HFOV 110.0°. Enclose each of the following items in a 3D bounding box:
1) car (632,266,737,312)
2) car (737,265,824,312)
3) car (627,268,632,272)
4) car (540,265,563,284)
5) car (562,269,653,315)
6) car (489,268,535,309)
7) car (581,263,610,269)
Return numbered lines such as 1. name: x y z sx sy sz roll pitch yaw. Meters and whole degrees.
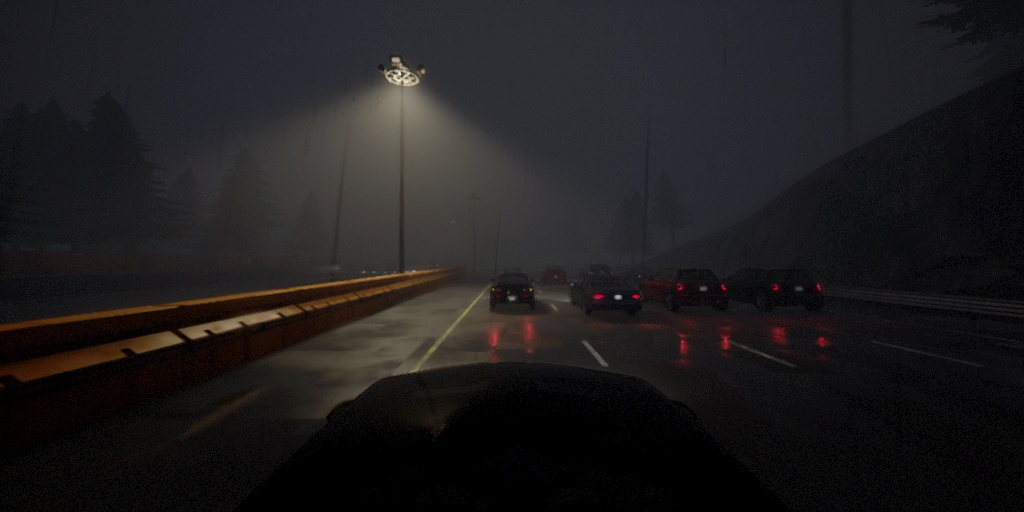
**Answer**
1. car: 7.027 1.245 15.249 2.097 1.767 4.553 0 -1 1
2. car: 10.527 1.245 15.246 2.097 1.767 4.553 0 -1 1
3. car: 10.507 1.653 30.074 1.895 1.301 4.718 0 -1 0
4. car: 3.501 1.540 31.082 1.882 1.535 5.008 0 0 0
5. car: 3.513 1.432 14.341 2.033 1.411 5.357 0 -1 0
6. car: 0.032 1.424 15.724 1.812 1.442 4.674 0 0 1
7. car: 7.005 1.405 30.249 2.097 1.767 4.553 0 -1 0
